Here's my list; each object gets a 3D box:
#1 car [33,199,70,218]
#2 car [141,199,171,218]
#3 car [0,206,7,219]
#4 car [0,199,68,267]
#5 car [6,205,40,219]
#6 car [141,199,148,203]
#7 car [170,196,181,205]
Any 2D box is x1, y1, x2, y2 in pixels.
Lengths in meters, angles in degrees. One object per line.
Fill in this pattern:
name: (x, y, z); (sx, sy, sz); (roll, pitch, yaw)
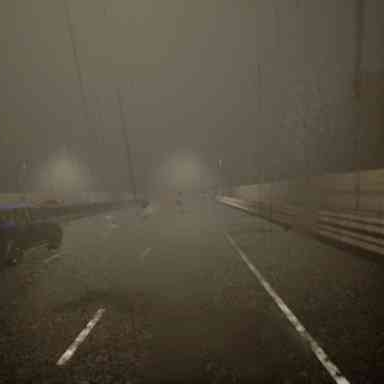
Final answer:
car: (-17.410, 1.951, 41.608); (2.150, 2.045, 5.566); (-2, 0, 0)
car: (-3.346, 1.687, 31.916); (1.812, 1.442, 4.674); (-2, 0, 0)
car: (-24.427, 2.518, 39.557); (2.128, 1.511, 4.902); (-2, 0, 1)
car: (-6.926, 1.509, 12.626); (2.150, 2.045, 5.566); (-2, 0, 0)
car: (-20.900, 2.450, 41.245); (1.994, 1.385, 4.181); (-2, 0, 0)
car: (-6.767, 1.809, 52.233); (1.882, 1.535, 5.008); (-2, 0, 0)
car: (-3.239, 1.560, 61.443); (2.097, 1.767, 4.553); (-2, 0, 0)
